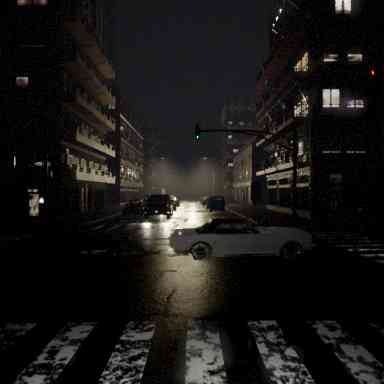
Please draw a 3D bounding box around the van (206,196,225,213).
[{"bbox_3d":[2.727,1.331,36.836,1.690,1.788,3.998,0,0,0],"label":"van"}]

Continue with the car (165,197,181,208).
[{"bbox_3d":[-2.794,1.533,50.556,2.033,1.411,5.357,0,0,0],"label":"car"}]

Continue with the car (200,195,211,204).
[{"bbox_3d":[2.622,1.419,65.364,1.967,1.590,4.097,0,0,0],"label":"car"}]

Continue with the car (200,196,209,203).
[{"bbox_3d":[2.627,1.520,70.946,1.887,1.381,4.507,0,0,0],"label":"car"}]

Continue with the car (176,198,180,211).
[{"bbox_3d":[-2.821,1.553,39.362,1.994,1.385,4.181,0,0,-1],"label":"car"}]

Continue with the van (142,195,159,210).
[{"bbox_3d":[-5.372,1.329,43.046,1.690,1.788,3.998,0,0,0],"label":"van"}]

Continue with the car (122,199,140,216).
[{"bbox_3d":[-5.416,1.432,31.882,1.967,1.590,4.097,0,0,0],"label":"car"}]

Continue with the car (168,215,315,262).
[{"bbox_3d":[1.644,1.559,11.433,4.718,1.301,1.895,-1,0,0],"label":"car"}]

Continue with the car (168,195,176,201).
[{"bbox_3d":[-5.240,1.512,87.697,2.008,1.369,4.403,0,0,0],"label":"car"}]

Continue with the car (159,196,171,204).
[{"bbox_3d":[-5.259,1.524,65.371,1.887,1.381,4.507,0,0,0],"label":"car"}]

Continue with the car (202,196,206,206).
[{"bbox_3d":[2.697,1.533,43.040,1.887,1.381,4.507,0,0,0],"label":"car"}]

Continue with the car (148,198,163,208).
[{"bbox_3d":[-5.321,1.568,48.627,1.802,1.307,4.206,0,0,0],"label":"car"}]

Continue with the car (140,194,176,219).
[{"bbox_3d":[-2.838,1.214,29.364,2.150,2.045,5.566,0,0,0],"label":"car"}]

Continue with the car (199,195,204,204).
[{"bbox_3d":[2.614,1.550,54.202,1.947,1.339,4.313,0,0,0],"label":"car"}]

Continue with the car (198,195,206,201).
[{"bbox_3d":[2.641,1.527,87.691,1.947,1.339,4.313,0,0,0],"label":"car"}]
